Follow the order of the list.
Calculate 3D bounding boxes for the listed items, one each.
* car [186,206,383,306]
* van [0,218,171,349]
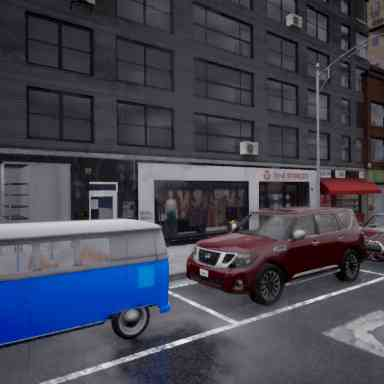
[{"bbox_3d":[2.286,1.313,8.178,5.009,1.841,2.192,0,-1,-35],"label":"car"},{"bbox_3d":[-2.261,1.341,4.934,3.998,1.788,1.690,0,-1,-35],"label":"van"}]
